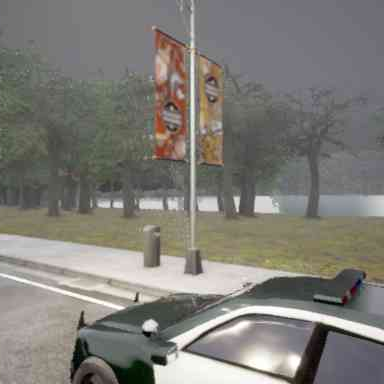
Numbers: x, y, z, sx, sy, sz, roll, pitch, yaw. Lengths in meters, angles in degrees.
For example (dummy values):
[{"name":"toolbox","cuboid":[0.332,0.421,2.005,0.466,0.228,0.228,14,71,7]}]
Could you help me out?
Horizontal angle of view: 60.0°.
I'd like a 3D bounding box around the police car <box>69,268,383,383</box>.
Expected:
[{"name":"police car","cuboid":[0.903,1.513,2.916,4.974,1.542,2.038,-1,0,36]}]
